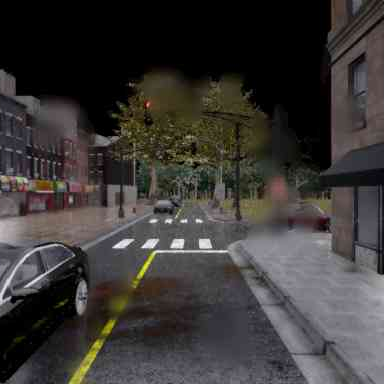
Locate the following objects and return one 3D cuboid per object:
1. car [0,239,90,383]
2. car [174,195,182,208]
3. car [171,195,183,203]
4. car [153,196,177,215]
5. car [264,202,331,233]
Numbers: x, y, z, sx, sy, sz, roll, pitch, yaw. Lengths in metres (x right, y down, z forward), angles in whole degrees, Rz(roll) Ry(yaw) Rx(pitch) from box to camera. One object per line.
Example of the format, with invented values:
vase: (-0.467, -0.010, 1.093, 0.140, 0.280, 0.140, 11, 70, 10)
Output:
car: (-2.859, 1.492, 4.553, 2.128, 1.511, 4.902, 0, 0, 0)
car: (-2.933, 1.563, 51.040, 1.882, 1.535, 5.008, 0, 0, 0)
car: (-3.164, 1.412, 67.750, 1.882, 1.535, 5.008, 0, 0, -10)
car: (-2.907, 1.517, 34.724, 1.882, 1.535, 5.008, 0, 0, 0)
car: (6.439, 1.391, 18.915, 4.553, 1.767, 2.097, 0, 0, 13)
